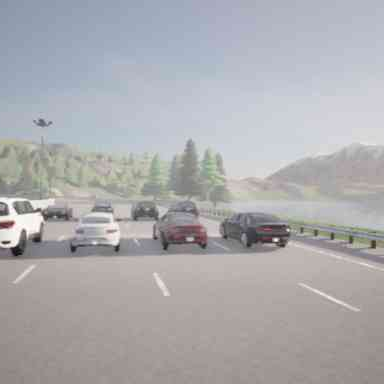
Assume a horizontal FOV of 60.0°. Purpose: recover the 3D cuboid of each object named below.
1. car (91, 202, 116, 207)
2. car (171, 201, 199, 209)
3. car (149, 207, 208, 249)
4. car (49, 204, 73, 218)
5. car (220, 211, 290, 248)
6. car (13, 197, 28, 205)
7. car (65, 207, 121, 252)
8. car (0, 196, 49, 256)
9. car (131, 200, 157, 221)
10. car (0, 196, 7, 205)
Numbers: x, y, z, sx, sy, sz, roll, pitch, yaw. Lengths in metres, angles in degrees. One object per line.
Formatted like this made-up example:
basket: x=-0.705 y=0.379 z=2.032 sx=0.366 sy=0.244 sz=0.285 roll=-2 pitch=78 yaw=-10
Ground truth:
car: x=-7.633 y=1.582 z=28.577 sx=2.128 sy=1.511 sz=4.902 roll=1 pitch=0 yaw=-14
car: x=-0.790 y=1.552 z=30.066 sx=2.097 sy=1.767 sz=4.553 roll=1 pitch=-1 yaw=-14
car: x=-0.614 y=1.623 z=14.949 sx=1.812 sy=1.442 sz=4.674 roll=1 pitch=0 yaw=-14
car: x=-10.985 y=1.634 z=27.539 sx=1.895 sy=1.301 sz=4.718 roll=1 pitch=0 yaw=-14
car: x=2.796 y=1.661 z=15.736 sx=1.837 sy=1.490 sz=4.892 roll=1 pitch=0 yaw=-14
car: x=-31.064 y=1.565 z=60.338 sx=1.895 sy=1.301 sz=4.718 roll=1 pitch=0 yaw=-20
car: x=-4.008 y=1.567 z=14.097 sx=1.812 sy=1.442 sz=4.674 roll=1 pitch=0 yaw=-14
car: x=-7.318 y=1.200 z=12.905 sx=2.150 sy=2.045 sz=5.566 roll=1 pitch=0 yaw=-14
car: x=-4.185 y=1.496 z=29.217 sx=2.097 sy=1.767 sz=4.553 roll=1 pitch=-1 yaw=-14
car: x=-34.288 y=1.407 z=58.948 sx=1.837 sy=1.490 sz=4.892 roll=1 pitch=0 yaw=-20
